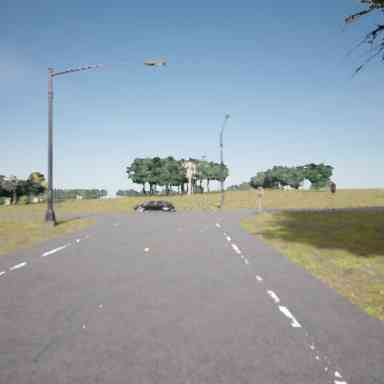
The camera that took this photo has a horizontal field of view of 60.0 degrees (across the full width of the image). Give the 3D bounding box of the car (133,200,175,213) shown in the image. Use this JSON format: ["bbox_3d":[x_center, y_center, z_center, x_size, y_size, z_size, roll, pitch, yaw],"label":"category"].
[{"bbox_3d":[-4.429,1.686,39.082,4.892,1.490,1.837,-1,-1,0],"label":"car"}]
